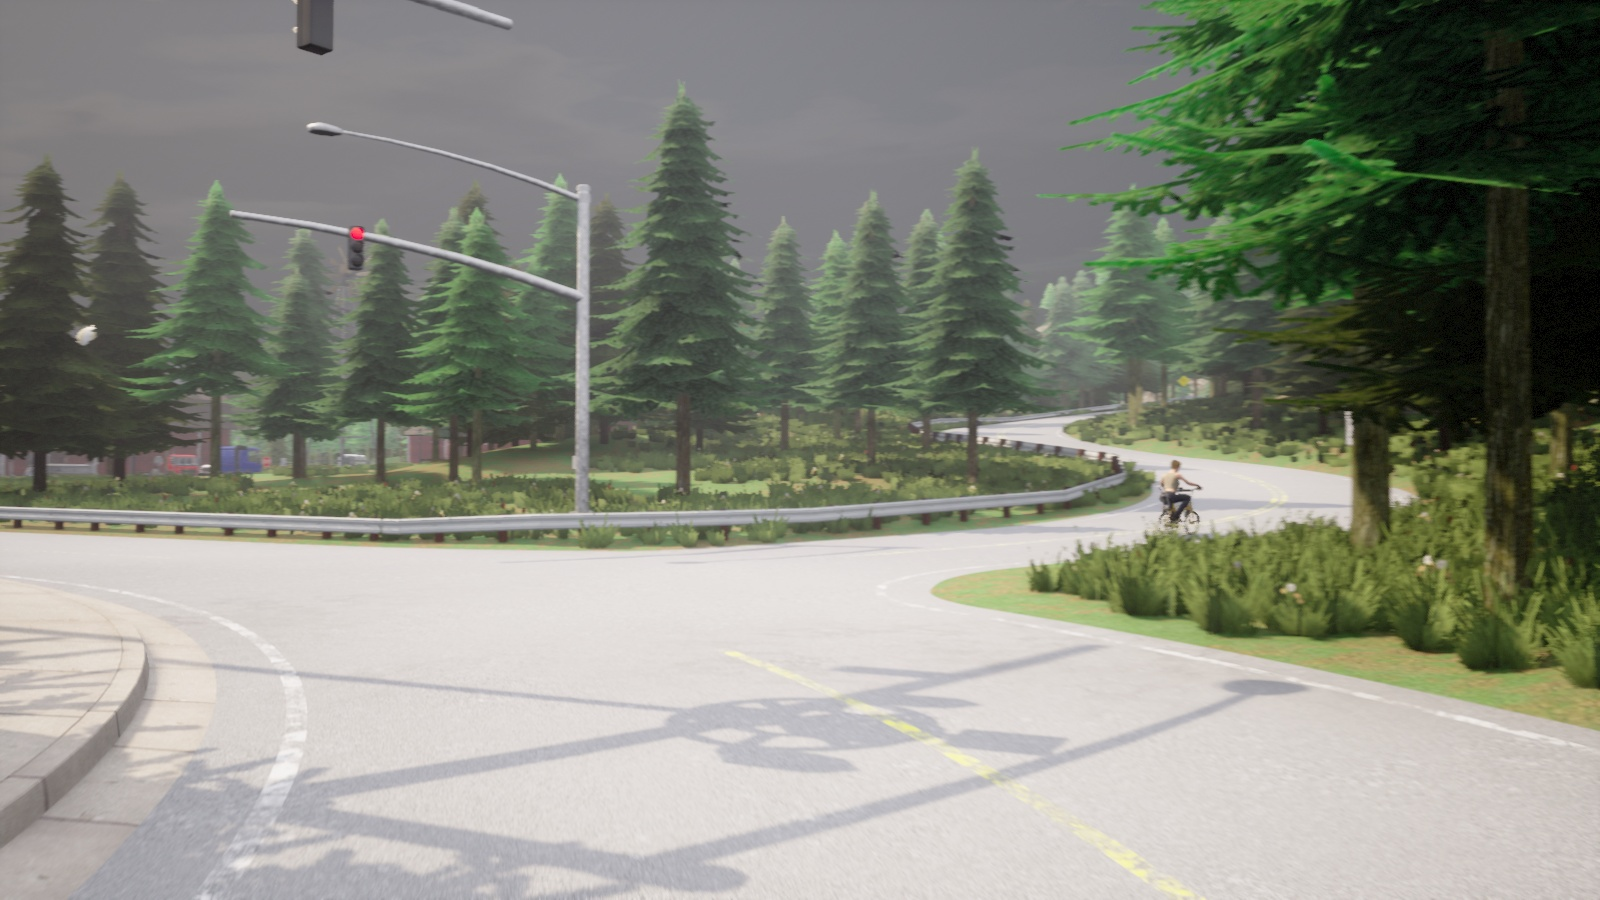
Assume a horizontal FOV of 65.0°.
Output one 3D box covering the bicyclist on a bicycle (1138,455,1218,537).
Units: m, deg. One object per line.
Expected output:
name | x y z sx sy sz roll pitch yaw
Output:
bicyclist on a bicycle | 7.908 0.942 26.277 1.509 1.612 0.866 -2 0 -40
